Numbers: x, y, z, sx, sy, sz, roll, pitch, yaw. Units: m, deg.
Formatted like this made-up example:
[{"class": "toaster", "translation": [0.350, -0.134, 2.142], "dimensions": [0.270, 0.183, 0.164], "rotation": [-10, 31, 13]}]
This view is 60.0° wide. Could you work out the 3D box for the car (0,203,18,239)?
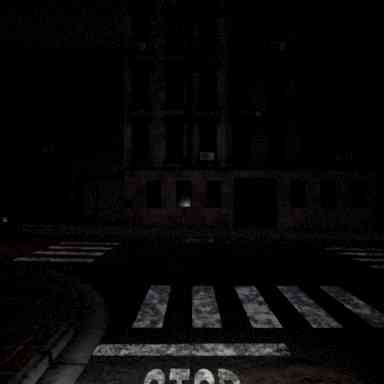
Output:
[{"class": "car", "translation": [-10.034, 1.190, 14.110], "dimensions": [4.553, 1.767, 2.097], "rotation": [1, 0, 0]}]
